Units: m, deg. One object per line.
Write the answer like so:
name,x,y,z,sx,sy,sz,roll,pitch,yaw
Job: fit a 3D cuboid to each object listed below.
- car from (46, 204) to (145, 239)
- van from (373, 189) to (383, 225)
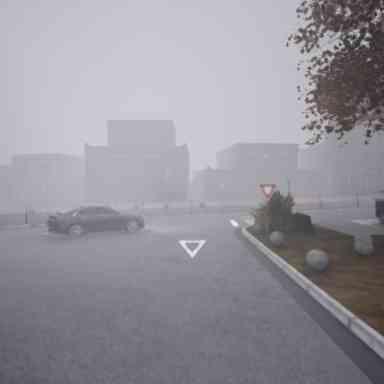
car,-4.787,1.402,17.023,4.892,1.490,1.837,-1,2,-35
van,11.002,0.768,16.830,1.878,1.987,4.442,-3,1,1
